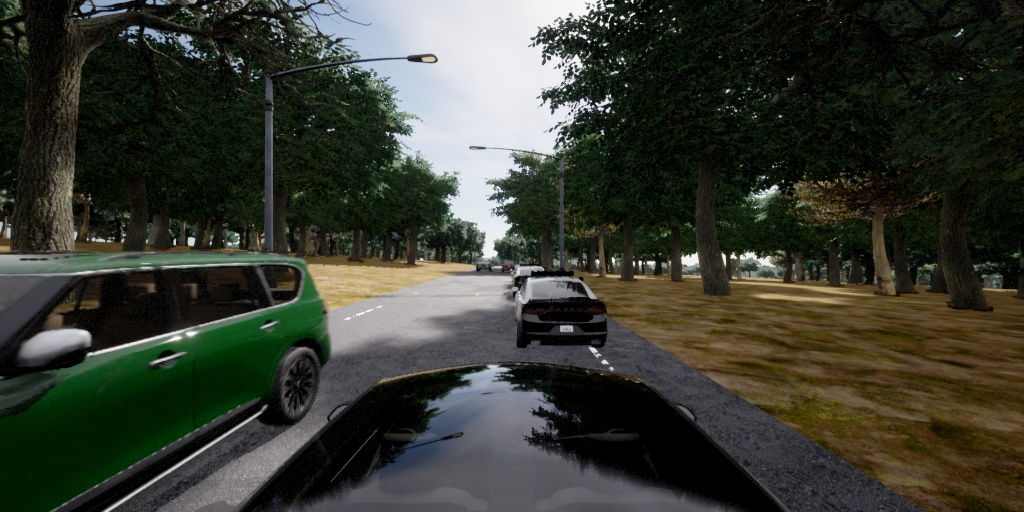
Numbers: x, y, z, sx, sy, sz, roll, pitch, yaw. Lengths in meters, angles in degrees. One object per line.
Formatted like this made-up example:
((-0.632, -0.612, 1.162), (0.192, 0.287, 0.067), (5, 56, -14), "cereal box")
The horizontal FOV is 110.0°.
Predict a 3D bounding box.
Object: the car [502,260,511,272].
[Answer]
((-0.421, 1.402, 51.669), (2.097, 1.767, 4.553), (0, -1, -1), "car")

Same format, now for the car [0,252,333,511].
((-3.613, 0.972, 2.802), (2.150, 2.045, 5.566), (0, 0, 0), "car")

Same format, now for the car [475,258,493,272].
((-3.990, 1.269, 51.680), (2.150, 2.045, 5.566), (0, -1, -1), "car")

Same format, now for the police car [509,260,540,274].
((0.966, 1.219, 19.440), (1.930, 1.638, 5.238), (-1, 0, 0), "police car")

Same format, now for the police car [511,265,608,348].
((1.033, 1.190, 9.426), (1.930, 1.638, 5.238), (0, 0, 0), "police car")
